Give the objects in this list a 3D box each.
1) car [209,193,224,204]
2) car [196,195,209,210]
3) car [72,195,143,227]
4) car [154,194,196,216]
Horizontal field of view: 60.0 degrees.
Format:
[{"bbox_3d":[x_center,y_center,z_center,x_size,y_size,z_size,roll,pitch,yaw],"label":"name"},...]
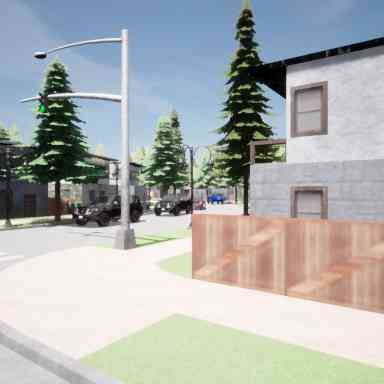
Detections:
[{"bbox_3d":[4.266,1.202,60.854,2.150,2.045,5.566,0,0,-9],"label":"car"},{"bbox_3d":[0.510,1.333,42.070,2.097,1.767,4.553,0,0,9],"label":"car"},{"bbox_3d":[-5.640,1.202,23.094,2.150,2.045,5.566,0,0,27],"label":"car"},{"bbox_3d":[-1.747,1.202,32.471,2.150,2.045,5.566,0,0,18],"label":"car"}]
